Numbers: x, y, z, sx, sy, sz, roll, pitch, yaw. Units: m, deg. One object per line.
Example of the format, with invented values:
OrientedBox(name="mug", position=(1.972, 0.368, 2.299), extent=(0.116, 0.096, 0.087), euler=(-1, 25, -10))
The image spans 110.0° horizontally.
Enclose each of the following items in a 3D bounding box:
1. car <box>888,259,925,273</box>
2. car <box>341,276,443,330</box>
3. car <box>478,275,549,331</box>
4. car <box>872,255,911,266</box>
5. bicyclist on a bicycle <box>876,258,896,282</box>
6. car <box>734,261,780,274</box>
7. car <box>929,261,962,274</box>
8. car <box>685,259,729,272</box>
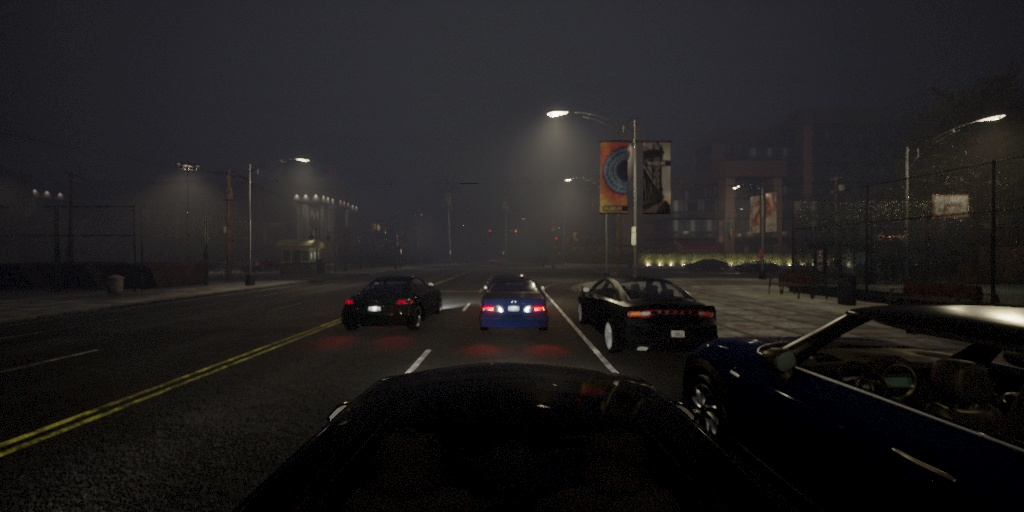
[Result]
OrientedBox(name="car", position=(45.107, 1.299, 39.611), extent=(4.718, 1.301, 1.895), euler=(0, 0, -1))
OrientedBox(name="car", position=(-3.440, 1.288, 11.017), extent=(1.994, 1.385, 4.181), euler=(0, 0, 0))
OrientedBox(name="car", position=(0.059, 1.272, 10.912), extent=(2.033, 1.411, 5.357), euler=(0, 0, 0))
OrientedBox(name="car", position=(44.795, 0.845, 43.111), extent=(5.566, 2.045, 2.150), euler=(0, 0, 0))
OrientedBox(name="bicyclist on a bicycle", position=(26.070, 0.985, 25.052), extent=(0.582, 1.620, 1.656), euler=(0, 0, -1))
OrientedBox(name="car", position=(26.968, 1.207, 39.539), extent=(4.181, 1.385, 1.994), euler=(0, 0, 0))
OrientedBox(name="car", position=(45.169, 1.216, 36.112), extent=(4.181, 1.385, 1.994), euler=(0, 0, -1))
OrientedBox(name="car", position=(23.308, 1.139, 43.007), extent=(4.892, 1.490, 1.837), euler=(0, 0, 0))
